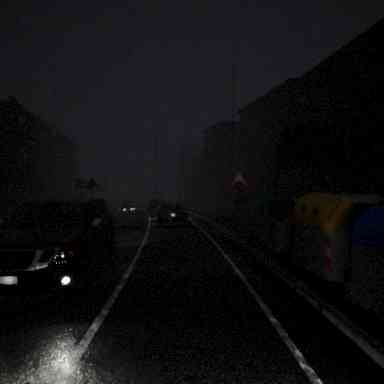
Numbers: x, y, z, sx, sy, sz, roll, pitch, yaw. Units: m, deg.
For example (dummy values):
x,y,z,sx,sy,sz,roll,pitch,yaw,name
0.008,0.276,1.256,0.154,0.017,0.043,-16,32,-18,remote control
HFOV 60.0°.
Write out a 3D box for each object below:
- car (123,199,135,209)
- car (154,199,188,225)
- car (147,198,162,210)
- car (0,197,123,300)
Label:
x,y,z,sx,sy,sz,roll,pitch,yaw,name
-10.043,1.886,52.510,2.033,1.411,5.357,-1,-2,-12,car
-1.420,1.415,23.054,1.994,1.385,4.181,0,0,-7,car
-4.477,1.493,41.494,1.837,1.490,4.892,0,-1,-11,car
-3.372,1.173,8.573,2.150,2.045,5.566,0,0,-4,car
